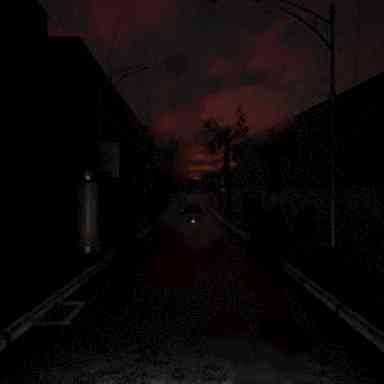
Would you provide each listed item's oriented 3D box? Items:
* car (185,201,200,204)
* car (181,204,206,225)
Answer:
[{"bbox_3d":[0.079,1.845,43.054,1.812,1.442,4.674,0,1,0],"label":"car"},{"bbox_3d":[0.087,1.914,26.950,1.895,1.301,4.718,0,-1,0],"label":"car"}]
